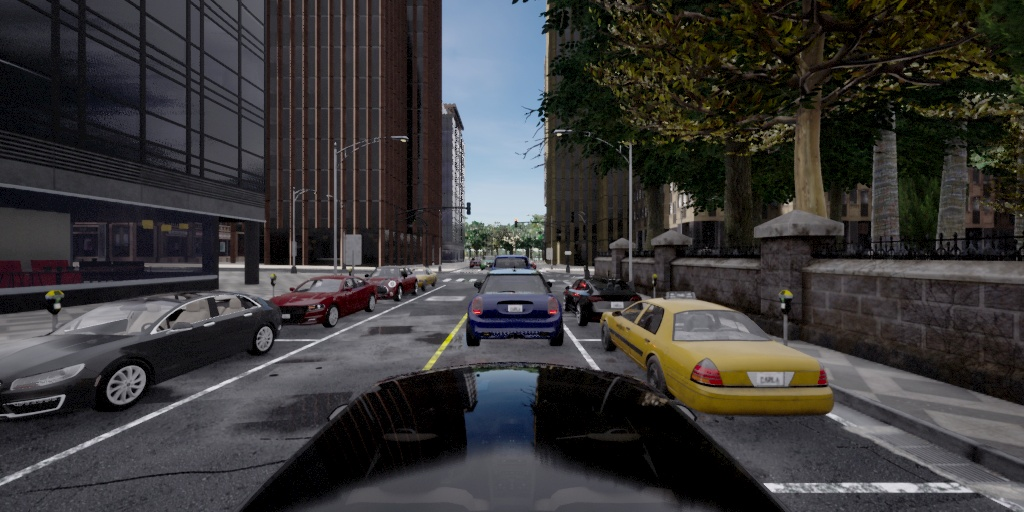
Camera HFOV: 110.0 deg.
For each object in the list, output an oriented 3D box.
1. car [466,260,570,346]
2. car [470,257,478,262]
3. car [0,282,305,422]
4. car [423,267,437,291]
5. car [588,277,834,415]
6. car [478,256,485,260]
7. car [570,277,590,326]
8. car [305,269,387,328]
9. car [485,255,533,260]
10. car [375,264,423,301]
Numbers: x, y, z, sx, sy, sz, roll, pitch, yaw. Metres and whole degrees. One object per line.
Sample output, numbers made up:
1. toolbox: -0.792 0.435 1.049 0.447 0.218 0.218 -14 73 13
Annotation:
1. car: 0.037 1.102 9.527 2.097 1.767 4.553 0 0 -1
2. car: -5.884 1.078 59.726 2.192 1.841 5.009 0 0 0
3. car: -5.772 1.300 5.948 2.007 1.370 4.403 0 0 0
4. car: -5.806 1.276 22.149 1.751 1.417 4.829 0 0 0
5. car: 2.753 1.275 6.138 1.751 1.417 4.829 0 0 0
6. car: -3.205 0.981 51.202 2.150 2.045 5.566 0 0 -1
7. car: 2.742 1.316 11.425 1.948 1.339 4.313 0 0 0
8. car: -5.783 1.295 11.405 1.888 1.381 4.507 0 0 0
9. car: -0.031 0.972 18.961 2.150 2.045 5.566 0 0 0
10. car: -5.795 1.190 16.862 1.967 1.591 4.097 0 0 0
